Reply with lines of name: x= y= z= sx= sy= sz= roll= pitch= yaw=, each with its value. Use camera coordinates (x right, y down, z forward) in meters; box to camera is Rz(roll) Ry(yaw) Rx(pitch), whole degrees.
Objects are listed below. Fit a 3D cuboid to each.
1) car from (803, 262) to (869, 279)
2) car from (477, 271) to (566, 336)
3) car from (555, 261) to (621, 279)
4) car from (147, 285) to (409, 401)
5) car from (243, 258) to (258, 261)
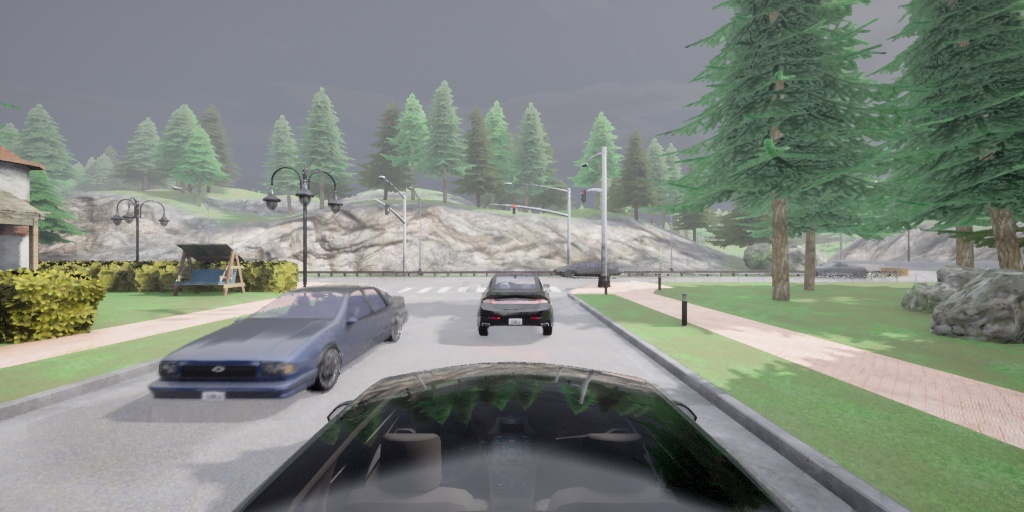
car: x=26.487 y=1.152 z=29.434 sx=4.181 sy=1.385 sz=1.994 roll=0 pitch=0 yaw=1
car: x=0.098 y=1.242 z=10.383 sx=2.128 sy=1.511 sz=4.902 roll=0 pitch=0 yaw=1
car: x=6.153 y=1.135 z=29.519 sx=5.357 sy=1.411 sz=2.033 roll=0 pitch=0 yaw=0
car: x=-3.570 y=1.297 z=6.975 sx=2.033 sy=1.411 sz=5.357 roll=0 pitch=0 yaw=0
car: x=-19.143 y=0.940 z=25.895 sx=4.553 sy=1.767 sz=2.097 roll=0 pitch=0 yaw=0
